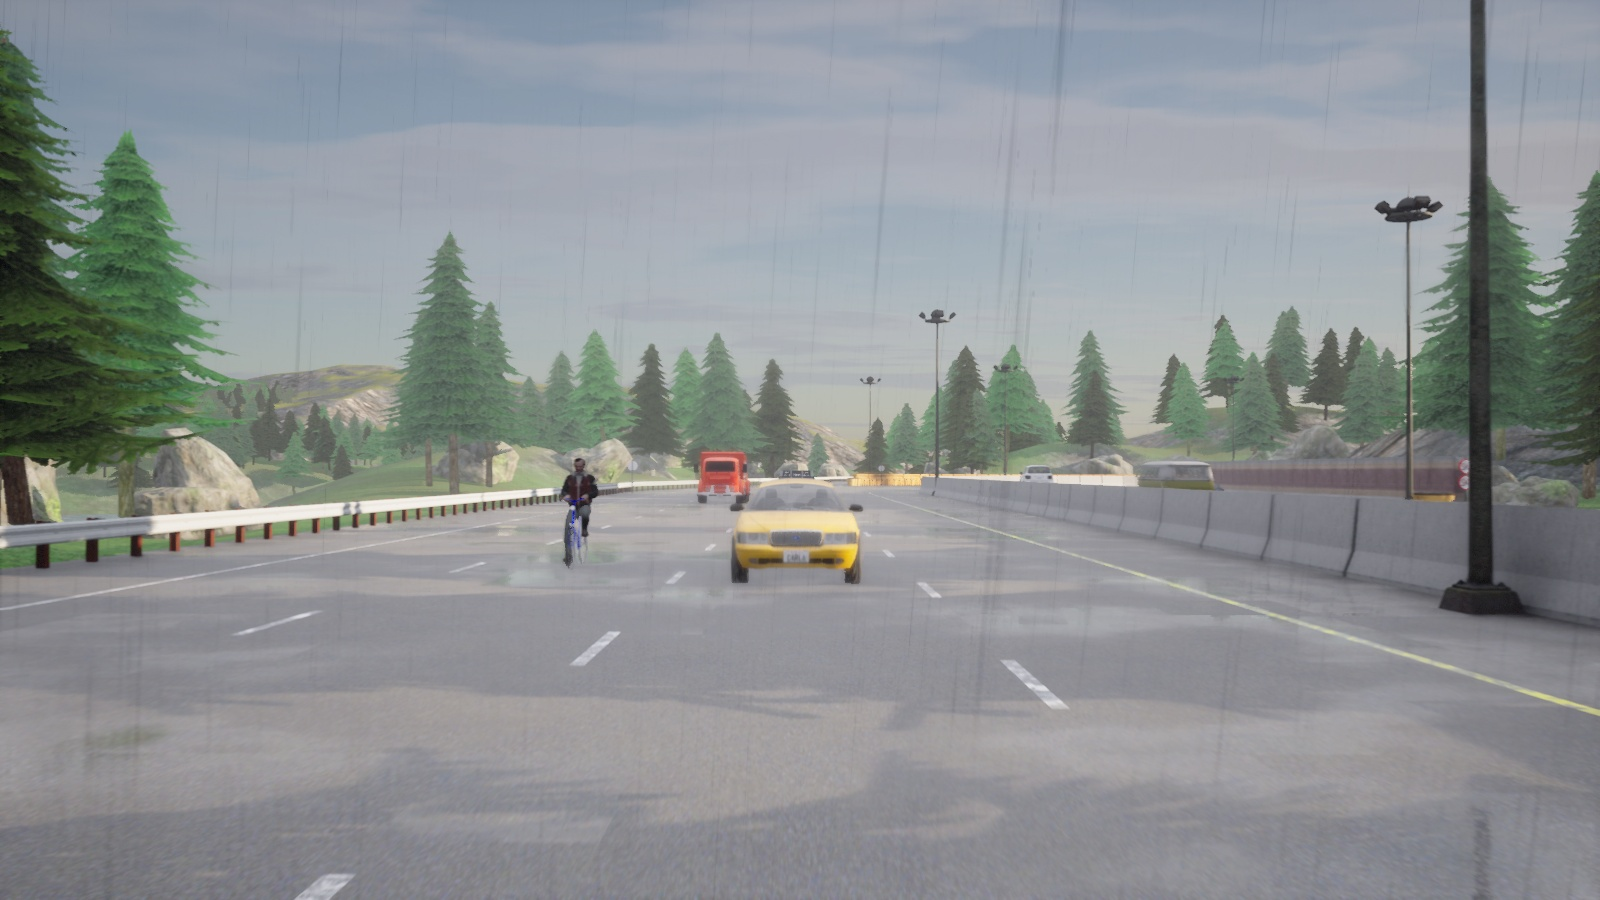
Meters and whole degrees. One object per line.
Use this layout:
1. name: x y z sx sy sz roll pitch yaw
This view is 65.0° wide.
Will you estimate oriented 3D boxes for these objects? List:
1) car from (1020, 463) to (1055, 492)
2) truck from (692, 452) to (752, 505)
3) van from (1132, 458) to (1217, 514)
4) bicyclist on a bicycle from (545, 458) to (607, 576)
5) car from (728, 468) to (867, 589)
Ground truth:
1. car: 17.563 2.022 93.132 2.150 2.045 5.566 -1 -1 7
2. truck: -3.727 1.364 60.976 2.627 2.467 5.204 0 -1 0
3. van: 13.849 1.295 46.666 1.775 1.987 4.442 0 -1 0
4. bicyclist on a bicycle: -3.547 1.034 19.973 0.659 1.776 1.843 0 -1 0
5. car: -0.045 1.074 19.006 1.801 1.575 5.366 0 -1 0
